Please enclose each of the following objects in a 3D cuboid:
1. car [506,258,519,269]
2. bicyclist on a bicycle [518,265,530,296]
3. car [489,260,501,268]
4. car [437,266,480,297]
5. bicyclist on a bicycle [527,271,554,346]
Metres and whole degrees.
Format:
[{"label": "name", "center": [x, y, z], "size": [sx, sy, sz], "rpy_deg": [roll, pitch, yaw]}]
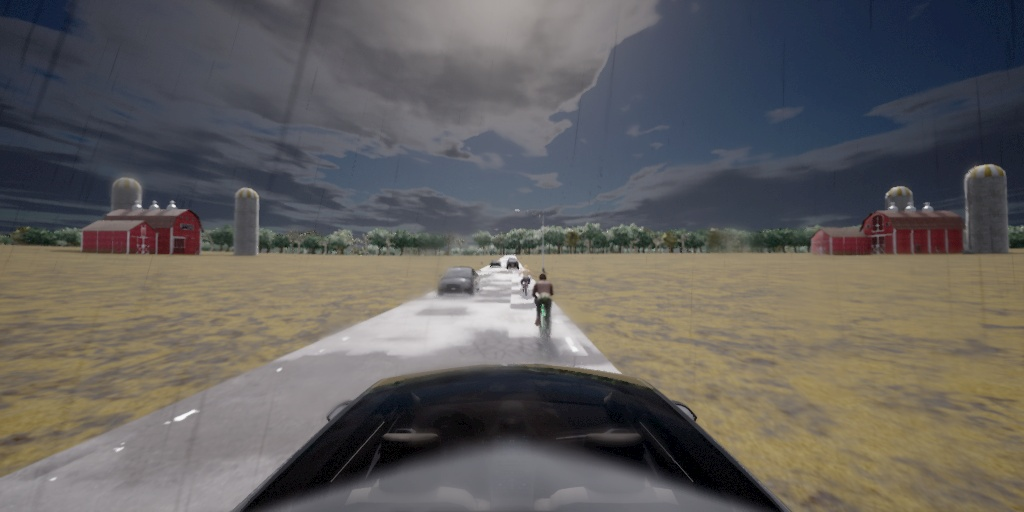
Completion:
[{"label": "car", "center": [0.109, 1.206, 56.822], "size": [1.882, 1.535, 5.008], "rpy_deg": [0, 0, 0]}, {"label": "bicyclist on a bicycle", "center": [0.740, 1.270, 19.155], "size": [0.866, 1.612, 1.509], "rpy_deg": [0, -1, 0]}, {"label": "car", "center": [-2.792, 1.300, 60.923], "size": [1.895, 1.301, 4.718], "rpy_deg": [0, 0, 1]}, {"label": "car", "center": [-2.843, 1.338, 19.833], "size": [1.837, 1.490, 4.892], "rpy_deg": [0, 0, 0]}, {"label": "bicyclist on a bicycle", "center": [0.758, 1.248, 8.635], "size": [0.582, 1.620, 1.656], "rpy_deg": [0, -1, 0]}]
